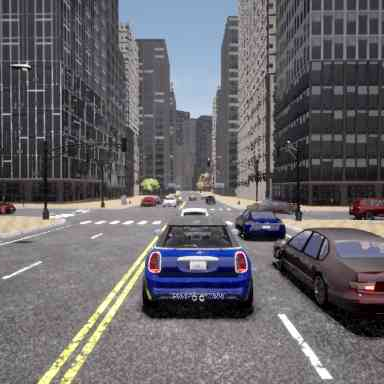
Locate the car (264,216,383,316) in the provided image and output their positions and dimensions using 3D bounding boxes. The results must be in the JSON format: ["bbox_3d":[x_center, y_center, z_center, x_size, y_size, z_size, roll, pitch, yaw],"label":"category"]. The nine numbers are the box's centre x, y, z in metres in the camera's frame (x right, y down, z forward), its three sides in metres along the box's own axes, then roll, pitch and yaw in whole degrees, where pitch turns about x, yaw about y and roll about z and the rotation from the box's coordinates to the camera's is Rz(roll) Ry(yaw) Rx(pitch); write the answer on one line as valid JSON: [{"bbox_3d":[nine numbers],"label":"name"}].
[{"bbox_3d":[3.362,1.544,7.791,2.033,1.411,5.357,0,0,0],"label":"car"}]

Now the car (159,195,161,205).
[{"bbox_3d":[-6.477,1.500,59.952,2.033,1.411,5.357,0,0,0],"label":"car"}]

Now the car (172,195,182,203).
[{"bbox_3d":[-3.134,1.418,69.683,1.882,1.535,5.008,0,0,0],"label":"car"}]

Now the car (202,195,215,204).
[{"bbox_3d":[3.455,1.454,63.989,1.837,1.490,4.892,0,0,0],"label":"car"}]

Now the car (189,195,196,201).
[{"bbox_3d":[0.133,1.451,79.797,2.128,1.511,4.902,0,0,0],"label":"car"}]

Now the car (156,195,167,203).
[{"bbox_3d":[-6.384,1.417,70.322,1.882,1.535,5.008,0,0,0],"label":"car"}]

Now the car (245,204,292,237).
[{"bbox_3d":[3.376,1.555,17.030,1.994,1.385,4.181,0,0,0],"label":"car"}]

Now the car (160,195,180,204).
[{"bbox_3d":[-3.259,1.490,49.776,1.812,1.442,4.674,0,0,0],"label":"car"}]

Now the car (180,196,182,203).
[{"bbox_3d":[-3.228,1.501,59.467,2.033,1.411,5.357,0,0,0],"label":"car"}]

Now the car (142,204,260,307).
[{"bbox_3d":[0.113,1.348,8.131,2.097,1.767,4.553,0,0,0],"label":"car"}]

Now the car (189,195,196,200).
[{"bbox_3d":[0.150,1.449,90.016,2.033,1.411,5.357,0,0,0],"label":"car"}]

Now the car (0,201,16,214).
[{"bbox_3d":[-19.340,1.408,32.013,4.181,1.385,1.994,1,1,1],"label":"car"}]

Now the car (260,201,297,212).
[{"bbox_3d":[8.236,1.593,34.366,5.357,1.411,2.033,0,1,-6],"label":"car"}]

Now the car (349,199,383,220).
[{"bbox_3d":[16.249,1.519,28.779,5.009,1.841,2.192,1,0,1],"label":"car"}]

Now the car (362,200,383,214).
[{"bbox_3d":[21.871,1.642,37.056,4.829,1.417,1.752,1,0,1],"label":"car"}]

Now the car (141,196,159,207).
[{"bbox_3d":[-6.507,1.442,50.025,1.882,1.535,5.008,0,0,0],"label":"car"}]
